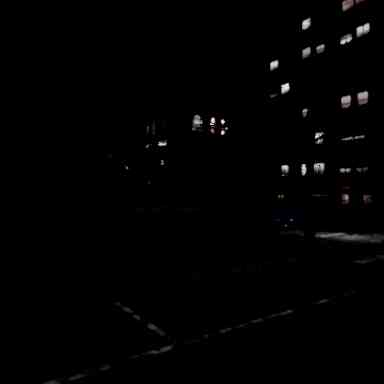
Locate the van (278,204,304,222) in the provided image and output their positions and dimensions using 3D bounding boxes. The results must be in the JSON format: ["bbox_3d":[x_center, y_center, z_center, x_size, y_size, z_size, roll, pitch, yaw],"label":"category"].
[{"bbox_3d":[8.441,1.970,31.117,1.690,1.788,3.998,0,-1,-36],"label":"van"}]

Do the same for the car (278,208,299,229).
[{"bbox_3d":[5.399,2.128,25.478,1.895,1.301,4.718,1,-1,-36],"label":"car"}]
